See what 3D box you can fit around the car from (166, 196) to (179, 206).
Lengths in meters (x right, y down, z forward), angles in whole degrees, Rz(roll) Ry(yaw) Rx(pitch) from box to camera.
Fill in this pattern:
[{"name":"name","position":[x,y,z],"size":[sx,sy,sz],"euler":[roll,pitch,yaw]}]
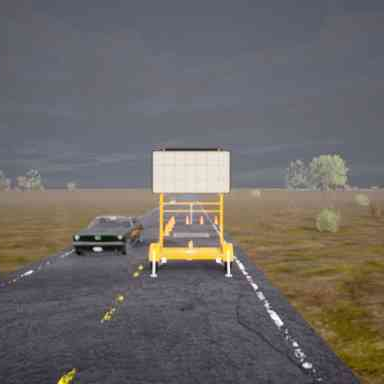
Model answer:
[{"name":"car","position":[-3.196,1.467,55.106],"size":[2.128,1.511,4.902],"euler":[0,0,0]}]

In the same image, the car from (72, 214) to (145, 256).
[{"name":"car","position":[-3.125,1.595,13.252],"size":[1.895,1.301,4.718],"euler":[0,0,0]}]

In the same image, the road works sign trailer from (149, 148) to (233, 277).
[{"name":"road works sign trailer","position":[-0.021,0.460,10.236],"size":[2.380,3.560,2.880],"euler":[0,0,0]}]
